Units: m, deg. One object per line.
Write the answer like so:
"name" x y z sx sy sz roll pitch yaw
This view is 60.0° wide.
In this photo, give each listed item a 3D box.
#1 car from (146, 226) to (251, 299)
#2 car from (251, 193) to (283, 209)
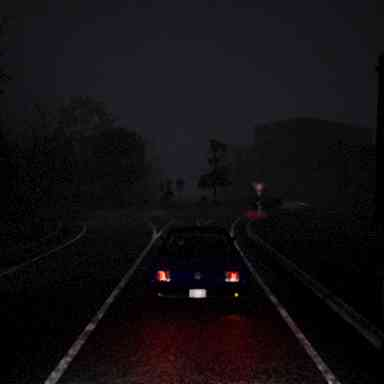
"car" 0.148 1.473 8.094 1.895 1.301 4.718 0 1 1
"car" 7.489 0.834 32.983 2.128 1.511 4.902 2 3 34
